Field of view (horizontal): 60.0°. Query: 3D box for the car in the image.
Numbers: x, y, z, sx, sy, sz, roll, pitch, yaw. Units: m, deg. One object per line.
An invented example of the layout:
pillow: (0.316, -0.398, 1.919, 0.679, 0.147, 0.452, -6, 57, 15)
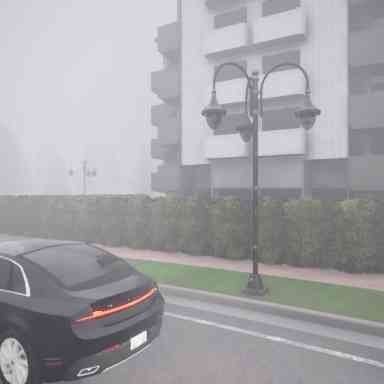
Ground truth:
car: (-2.717, 1.505, 5.169, 4.892, 1.490, 1.837, 0, 0, 31)
